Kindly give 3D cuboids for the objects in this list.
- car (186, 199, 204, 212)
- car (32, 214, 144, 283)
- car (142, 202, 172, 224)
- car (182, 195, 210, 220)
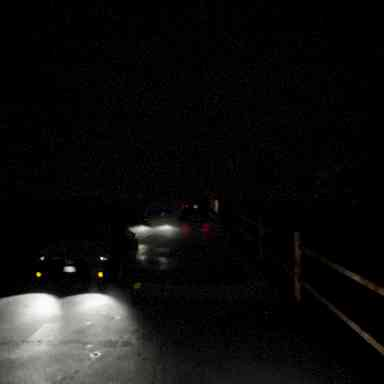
[{"bbox_3d":[0.394,1.579,40.462,2.033,1.411,5.357,0,0,1],"label":"car"},{"bbox_3d":[-2.768,1.560,9.546,1.994,1.385,4.181,0,0,1],"label":"car"},{"bbox_3d":[-2.588,1.490,25.331,1.882,1.535,5.008,0,0,1],"label":"car"},{"bbox_3d":[0.308,1.242,28.389,2.150,2.045,5.566,0,0,1],"label":"car"}]
